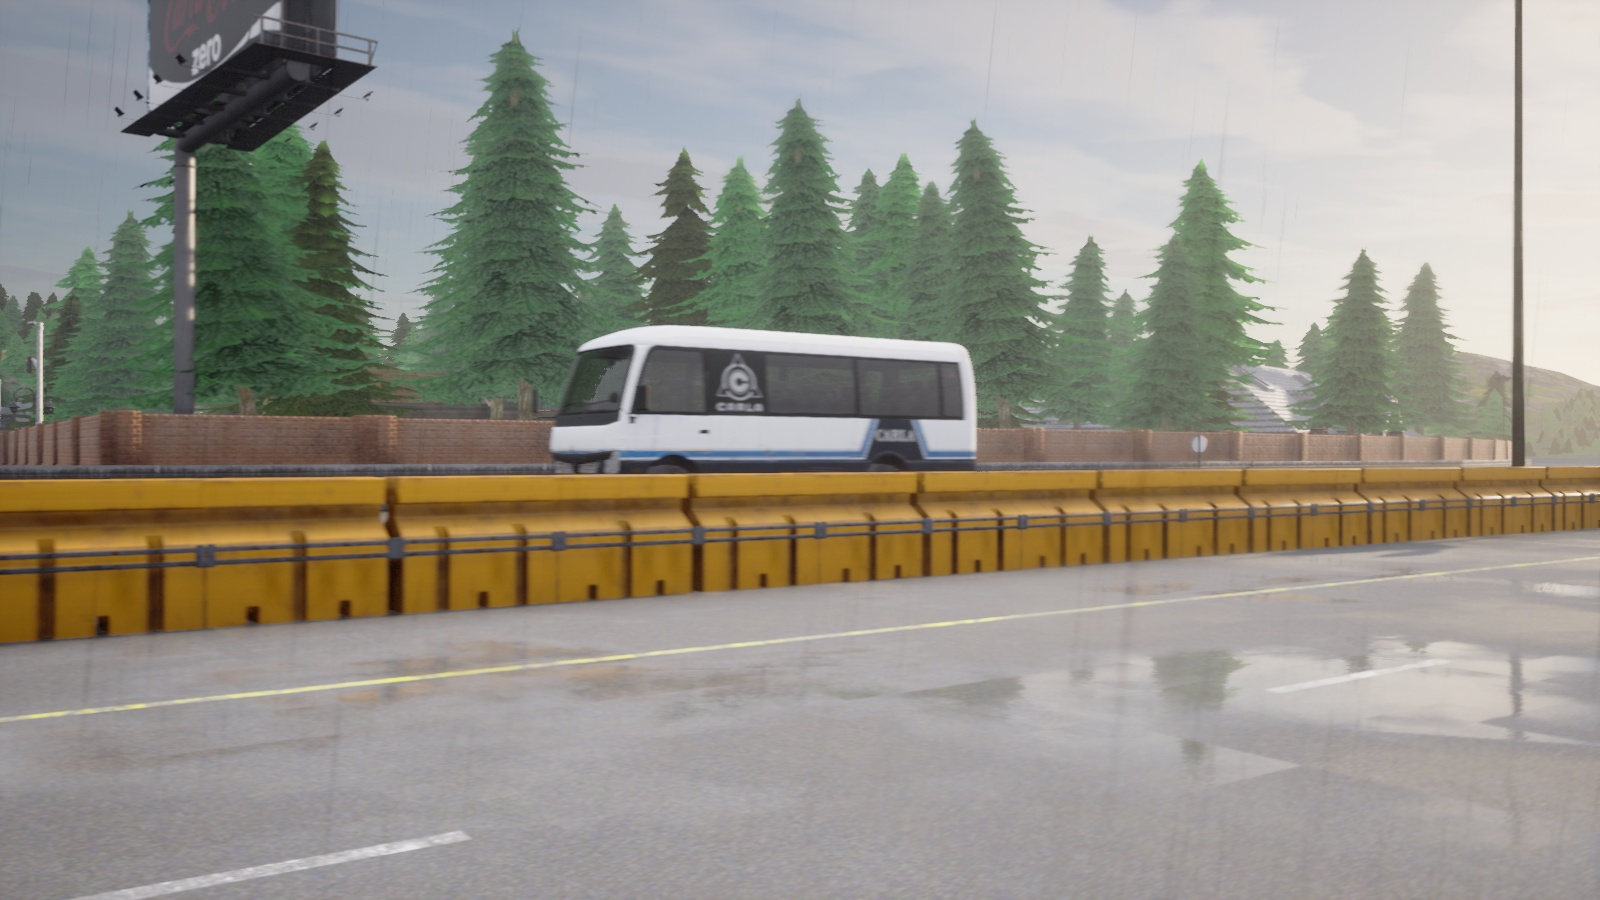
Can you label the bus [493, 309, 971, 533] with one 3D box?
[{"bbox_3d":[-1.286,-0.559,28.419,10.273,4.253,3.944,0,0,-35],"label":"bus"}]
